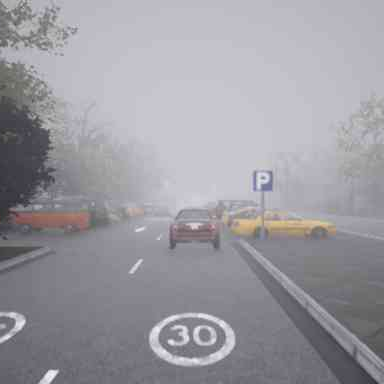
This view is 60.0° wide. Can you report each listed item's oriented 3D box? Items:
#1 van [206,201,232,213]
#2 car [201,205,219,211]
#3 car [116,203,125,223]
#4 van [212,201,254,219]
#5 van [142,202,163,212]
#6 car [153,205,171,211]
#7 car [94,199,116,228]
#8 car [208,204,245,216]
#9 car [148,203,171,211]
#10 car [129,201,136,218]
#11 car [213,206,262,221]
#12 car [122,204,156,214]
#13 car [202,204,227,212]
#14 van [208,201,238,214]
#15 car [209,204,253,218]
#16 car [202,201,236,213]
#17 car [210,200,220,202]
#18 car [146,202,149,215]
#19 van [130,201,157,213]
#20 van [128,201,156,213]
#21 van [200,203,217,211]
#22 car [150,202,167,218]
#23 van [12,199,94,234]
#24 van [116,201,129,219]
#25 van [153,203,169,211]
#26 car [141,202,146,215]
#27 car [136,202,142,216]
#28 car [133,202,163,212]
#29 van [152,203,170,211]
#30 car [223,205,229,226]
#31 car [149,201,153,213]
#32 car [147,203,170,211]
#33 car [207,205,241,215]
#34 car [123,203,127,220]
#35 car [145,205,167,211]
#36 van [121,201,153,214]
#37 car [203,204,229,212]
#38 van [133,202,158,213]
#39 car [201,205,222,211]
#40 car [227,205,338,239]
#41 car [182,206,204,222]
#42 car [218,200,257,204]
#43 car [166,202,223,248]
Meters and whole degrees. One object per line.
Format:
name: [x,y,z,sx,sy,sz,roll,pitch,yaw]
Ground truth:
van: [4.719,2.662,59.013,4.442,1.987,1.878,0,-3,0]
car: [4.663,4.182,86.734,4.792,1.488,2.163,0,-3,0]
car: [-8.328,1.863,25.957,5.366,1.575,1.946,0,-2,0]
van: [4.462,1.949,36.831,4.442,1.987,1.878,0,-2,0]
van: [-8.579,3.305,72.882,4.442,1.987,1.878,0,-3,0]
car: [-8.442,4.545,95.136,5.008,1.535,2.097,0,-3,0]
car: [-8.544,1.539,23.196,5.566,2.045,2.435,0,-1,0]
car: [4.618,2.449,45.147,4.792,1.488,2.163,0,-2,0]
car: [-8.419,3.915,86.846,5.566,2.045,2.435,0,-3,0]
car: [-8.473,1.983,34.265,4.553,1.767,2.185,0,-2,0]
car: [4.573,2.133,34.048,4.674,1.452,2.002,0,-2,0]
car: [-8.488,2.680,53.644,5.008,1.535,2.097,0,-2,0]
car: [4.803,3.517,72.869,5.366,1.575,1.946,0,-3,0]
van: [4.710,2.358,50.706,4.442,1.987,1.878,0,-2,0]
car: [4.576,2.256,39.600,5.008,1.535,2.097,0,-2,0]
car: [4.571,2.511,56.241,5.566,2.045,2.435,0,-3,0]
car: [4.598,1.678,28.507,5.566,2.045,2.435,0,-2,0]
car: [-8.489,2.355,42.569,4.892,1.521,2.231,0,-2,0]
van: [-8.594,2.679,59.171,4.442,1.987,1.878,0,-3,0]
van: [-8.364,2.547,56.271,4.442,1.987,1.878,0,-2,0]
van: [4.522,4.180,92.293,4.442,1.987,1.878,0,-3,0]
car: [-3.550,2.308,40.302,1.837,1.490,4.892,0,-2,0]
van: [-8.637,1.496,20.305,4.442,1.987,1.878,0,-1,0]
van: [-8.624,1.802,31.500,4.442,1.987,1.878,0,-2,0]
van: [-8.557,4.193,92.379,4.442,1.987,1.878,0,-3,0]
car: [-8.493,2.272,39.800,5.008,1.535,2.097,0,-2,0]
car: [-8.496,2.187,36.906,5.008,1.535,2.097,0,-2,0]
car: [-8.443,2.901,64.582,5.566,2.045,2.435,0,-3,0]
van: [-8.327,4.067,89.612,4.442,1.987,1.878,0,-3,0]
car: [4.555,1.710,20.182,4.892,1.521,2.231,0,-1,0]
car: [-8.304,2.514,48.108,5.366,1.575,1.946,0,-2,0]
car: [-8.422,3.789,84.079,5.566,2.045,2.435,0,-3,0]
car: [4.588,2.542,47.923,4.674,1.452,2.002,0,-2,0]
car: [-8.503,1.947,28.723,4.892,1.521,2.231,0,-2,0]
car: [-8.450,3.788,78.532,5.008,1.535,2.097,0,-3,0]
van: [-8.369,2.373,50.882,4.442,1.987,1.878,0,-2,0]
car: [4.614,3.141,64.549,5.008,1.535,2.097,0,-3,0]
van: [-8.591,2.800,61.813,4.442,1.987,1.878,0,-3,0]
car: [4.618,3.774,78.416,4.892,1.521,2.231,0,-3,0]
car: [4.743,1.648,17.414,5.366,1.575,1.946,0,-1,0]
car: [0.128,2.135,32.534,1.994,1.385,4.181,0,-2,0]
car: [4.535,1.725,25.733,4.553,1.767,2.185,0,-2,0]
car: [0.107,1.495,15.655,2.097,1.767,4.553,0,-1,0]
